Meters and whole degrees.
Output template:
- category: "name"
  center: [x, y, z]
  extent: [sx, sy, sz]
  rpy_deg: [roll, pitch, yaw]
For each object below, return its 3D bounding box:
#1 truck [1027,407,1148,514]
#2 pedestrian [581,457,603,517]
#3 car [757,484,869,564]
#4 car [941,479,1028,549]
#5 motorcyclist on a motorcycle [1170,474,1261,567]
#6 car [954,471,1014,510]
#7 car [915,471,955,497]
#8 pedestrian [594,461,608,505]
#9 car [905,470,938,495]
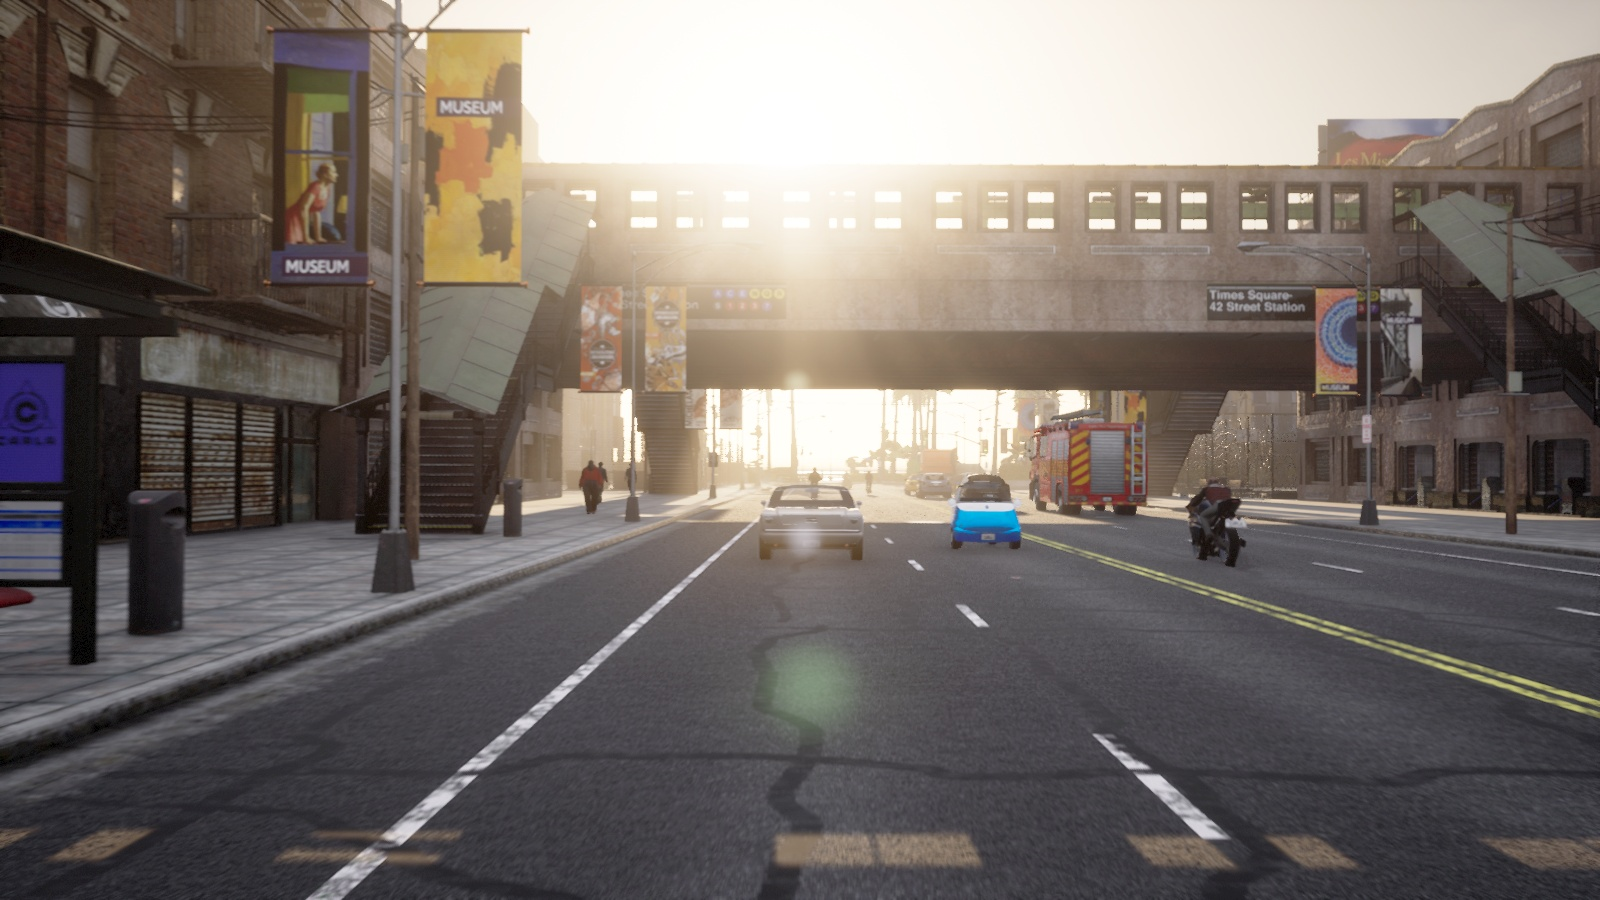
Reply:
- category: "truck"
  center: [11.041, 0.434, 49.167]
  extent: [2.891, 3.827, 8.468]
  rpy_deg: [0, -1, 1]
- category: "pedestrian"
  center: [-6.520, 1.155, 39.412]
  extent: [0.634, 1.844, 0.899]
  rpy_deg: [0, -1, -6]
- category: "car"
  center: [0.243, 1.308, 23.522]
  extent: [1.895, 1.301, 4.718]
  rpy_deg: [0, -1, 1]
- category: "car"
  center: [3.769, 1.291, 25.953]
  extent: [1.481, 1.376, 2.207]
  rpy_deg: [0, -1, 1]
- category: "motorcyclist on a motorcycle"
  center: [7.223, 1.192, 21.948]
  extent: [0.866, 1.530, 2.191]
  rpy_deg: [0, -1, 1]
- category: "car"
  center: [7.611, 1.643, 52.367]
  extent: [1.882, 1.535, 5.008]
  rpy_deg: [0, -1, 1]
- category: "car"
  center: [7.940, 1.993, 74.070]
  extent: [1.970, 1.475, 3.806]
  rpy_deg: [0, -1, 1]
- category: "pedestrian"
  center: [-8.322, 1.382, 52.608]
  extent: [0.370, 1.835, 0.726]
  rpy_deg: [0, -1, 9]
- category: "car"
  center: [8.011, 2.118, 83.137]
  extent: [1.801, 1.575, 5.366]
  rpy_deg: [0, -1, 2]
